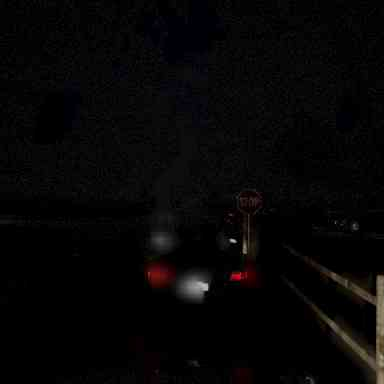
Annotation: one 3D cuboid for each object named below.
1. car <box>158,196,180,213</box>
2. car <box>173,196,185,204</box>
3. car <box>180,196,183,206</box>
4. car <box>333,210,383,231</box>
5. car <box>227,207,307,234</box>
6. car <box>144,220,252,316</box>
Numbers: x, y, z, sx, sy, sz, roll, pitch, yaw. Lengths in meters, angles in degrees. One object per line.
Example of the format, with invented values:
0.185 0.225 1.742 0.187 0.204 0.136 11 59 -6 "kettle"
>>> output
-2.763 1.518 37.446 2.128 1.511 4.902 0 0 0 "car"
-2.612 1.619 68.234 2.033 1.411 5.357 0 0 1 "car"
-2.734 1.600 47.441 1.994 1.385 4.181 0 0 0 "car"
12.643 2.058 23.767 4.892 1.490 1.837 2 0 -2 "car"
4.669 1.720 20.880 4.902 1.511 2.128 2 0 0 "car"
0.112 1.567 7.595 1.994 1.385 4.181 0 0 0 "car"
